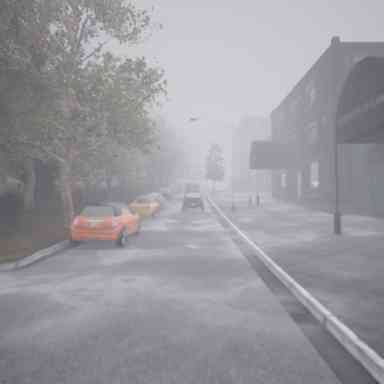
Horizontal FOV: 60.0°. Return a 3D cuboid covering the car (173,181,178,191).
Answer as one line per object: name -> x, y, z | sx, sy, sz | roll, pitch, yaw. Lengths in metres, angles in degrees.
car -> -3.644, -0.219, 48.223 | 2.185, 1.767, 4.553 | 0, 3, 2

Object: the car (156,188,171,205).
car -> -3.627, 0.789, 31.544 | 2.231, 1.521, 4.892 | 1, 3, 2

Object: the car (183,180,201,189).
car -> 0.111, -0.460, 50.172 | 2.150, 2.045, 5.566 | 0, 3, 0

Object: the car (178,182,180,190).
car -> -3.641, -0.403, 53.817 | 2.231, 1.521, 4.892 | 0, 3, 2

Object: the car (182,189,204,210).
car -> 0.107, 0.794, 31.336 | 1.882, 1.535, 5.008 | 0, 3, 0

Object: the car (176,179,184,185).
car -> -3.635, -1.629, 76.104 | 2.163, 1.488, 4.792 | 0, 3, 2

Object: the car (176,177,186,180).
car -> -3.632, -2.610, 92.754 | 2.097, 1.535, 5.008 | 0, 3, 2

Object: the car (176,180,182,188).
car -> -3.631, -1.041, 65.133 | 1.946, 1.575, 5.366 | 0, 3, 2

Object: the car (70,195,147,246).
car -> -3.625, 1.209, 14.789 | 2.185, 1.767, 4.553 | 2, 1, 2

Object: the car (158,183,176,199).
car -> -3.645, 0.089, 42.660 | 2.185, 1.767, 4.553 | 0, 3, 2

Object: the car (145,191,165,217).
car -> -3.625, 1.005, 25.809 | 1.946, 1.575, 5.366 | 1, 2, 2
